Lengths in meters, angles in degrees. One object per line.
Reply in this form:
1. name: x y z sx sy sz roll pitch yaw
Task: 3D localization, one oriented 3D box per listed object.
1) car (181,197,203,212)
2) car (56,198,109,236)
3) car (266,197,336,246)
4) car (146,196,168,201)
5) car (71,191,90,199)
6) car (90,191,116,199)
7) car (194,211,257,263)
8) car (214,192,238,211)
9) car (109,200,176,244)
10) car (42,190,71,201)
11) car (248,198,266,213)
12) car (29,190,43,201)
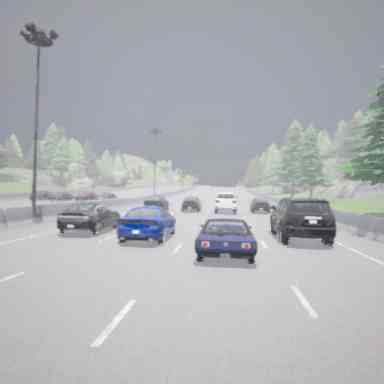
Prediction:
1. car: 0.026 1.249 34.819 1.837 1.490 4.892 1 1 6
2. car: -5.257 1.325 17.472 2.128 1.511 4.902 1 1 6
3. car: 5.146 1.275 16.038 2.150 2.045 5.566 1 1 6
4. car: -3.592 1.164 33.832 1.882 1.535 5.008 1 1 6
5. car: -16.075 0.617 50.918 1.882 1.535 5.008 1 1 6
6. car: -12.744 0.728 49.242 2.128 1.511 4.902 1 1 6
7. car: 1.220 1.597 12.058 1.895 1.301 4.718 1 0 6
8. car: 3.504 1.038 34.374 2.150 2.045 5.566 1 1 6
9. car: -1.947 1.390 15.439 1.882 1.535 5.008 1 1 6
10. car: -19.700 0.640 49.937 2.033 1.411 5.357 1 1 6
11. car: 7.092 1.380 35.131 1.837 1.490 4.892 1 1 6
12. car: -23.071 0.506 51.237 1.837 1.490 4.892 1 2 6
